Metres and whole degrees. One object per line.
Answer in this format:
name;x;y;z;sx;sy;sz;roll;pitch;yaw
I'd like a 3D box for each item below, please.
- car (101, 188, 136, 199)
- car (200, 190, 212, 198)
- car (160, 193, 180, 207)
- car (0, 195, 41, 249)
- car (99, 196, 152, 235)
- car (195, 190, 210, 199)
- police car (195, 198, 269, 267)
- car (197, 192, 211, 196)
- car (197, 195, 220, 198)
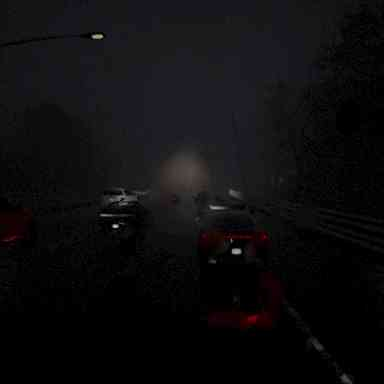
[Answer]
car;-6.293;0.675;29.103;2.150;2.045;5.566;0;1;2
car;2.626;0.401;62.883;2.033;1.411;5.357;0;1;5
car;-2.423;0.831;37.309;1.812;1.442;4.674;0;1;3
car;-6.803;1.025;10.156;2.150;2.045;5.566;0;1;1
car;-3.177;1.177;16.517;2.128;1.511;4.902;0;1;1
car;1.487;0.699;46.873;1.994;1.385;4.181;0;1;4
police car;1.143;1.218;10.820;1.930;1.638;5.238;0;1;1
car;1.547;1.008;26.503;1.837;1.490;4.892;0;1;2
car;1.357;1.137;20.583;1.812;1.442;4.674;0;1;2
